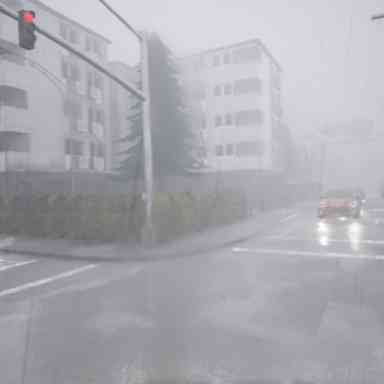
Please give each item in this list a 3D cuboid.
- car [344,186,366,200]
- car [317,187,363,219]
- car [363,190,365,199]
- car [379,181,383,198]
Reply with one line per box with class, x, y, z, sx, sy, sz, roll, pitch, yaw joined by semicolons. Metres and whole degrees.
car;18.912;0.082;38.438;2.033;1.411;5.357;-1;1;29
car;8.882;0.599;19.973;2.097;1.767;4.553;-1;1;28
car;13.814;0.387;29.107;2.128;1.511;4.902;-1;1;28
car;22.882;-0.376;38.214;2.150;2.045;5.566;-1;1;28
